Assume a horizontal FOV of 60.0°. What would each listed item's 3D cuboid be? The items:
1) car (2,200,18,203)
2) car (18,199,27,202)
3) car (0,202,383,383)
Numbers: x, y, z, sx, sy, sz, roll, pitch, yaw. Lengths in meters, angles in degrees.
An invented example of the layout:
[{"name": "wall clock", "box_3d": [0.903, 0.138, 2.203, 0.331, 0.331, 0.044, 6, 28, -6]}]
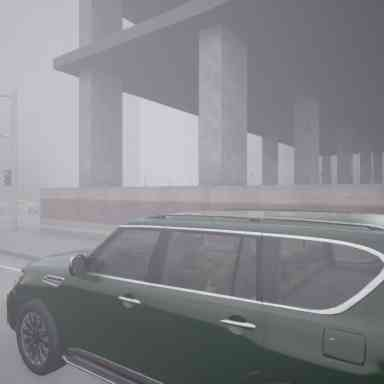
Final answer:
[{"name": "car", "box_3d": [-18.343, 1.533, 33.797, 1.882, 1.535, 5.008, 0, 0, 36]}, {"name": "car", "box_3d": [-14.293, 1.547, 33.442, 2.128, 1.511, 4.902, 0, 0, 36]}, {"name": "car", "box_3d": [0.098, 1.221, 3.915, 5.566, 2.045, 2.150, 0, 0, 36]}]
